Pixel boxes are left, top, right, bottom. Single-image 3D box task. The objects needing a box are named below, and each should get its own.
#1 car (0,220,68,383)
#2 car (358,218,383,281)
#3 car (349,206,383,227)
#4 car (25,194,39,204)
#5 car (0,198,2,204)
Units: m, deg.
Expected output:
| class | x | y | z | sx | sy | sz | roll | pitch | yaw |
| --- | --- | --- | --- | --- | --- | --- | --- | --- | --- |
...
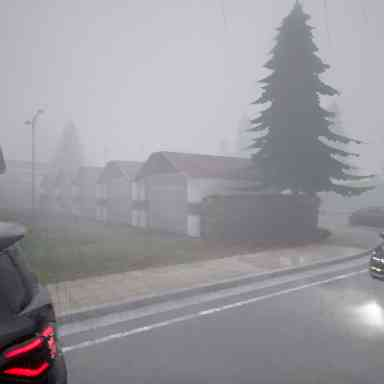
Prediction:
| class | x | y | z | sx | sy | sz | roll | pitch | yaw |
| --- | --- | --- | --- | --- | --- | --- | --- | --- | --- |
| car | -3.534 | 1.224 | 1.535 | 5.566 | 2.045 | 2.150 | 0 | 0 | -34 |
| car | 6.436 | 1.505 | 8.862 | 4.892 | 1.490 | 1.837 | 0 | 0 | -42 |
| car | 11.614 | 1.569 | 20.219 | 1.994 | 1.385 | 4.181 | 0 | 0 | -15 |
| car | -30.276 | 1.328 | 62.695 | 1.905 | 1.878 | 3.866 | 0 | 0 | -36 |
| car | -37.406 | 1.495 | 62.894 | 2.242 | 1.667 | 4.611 | 0 | 0 | -36 |
